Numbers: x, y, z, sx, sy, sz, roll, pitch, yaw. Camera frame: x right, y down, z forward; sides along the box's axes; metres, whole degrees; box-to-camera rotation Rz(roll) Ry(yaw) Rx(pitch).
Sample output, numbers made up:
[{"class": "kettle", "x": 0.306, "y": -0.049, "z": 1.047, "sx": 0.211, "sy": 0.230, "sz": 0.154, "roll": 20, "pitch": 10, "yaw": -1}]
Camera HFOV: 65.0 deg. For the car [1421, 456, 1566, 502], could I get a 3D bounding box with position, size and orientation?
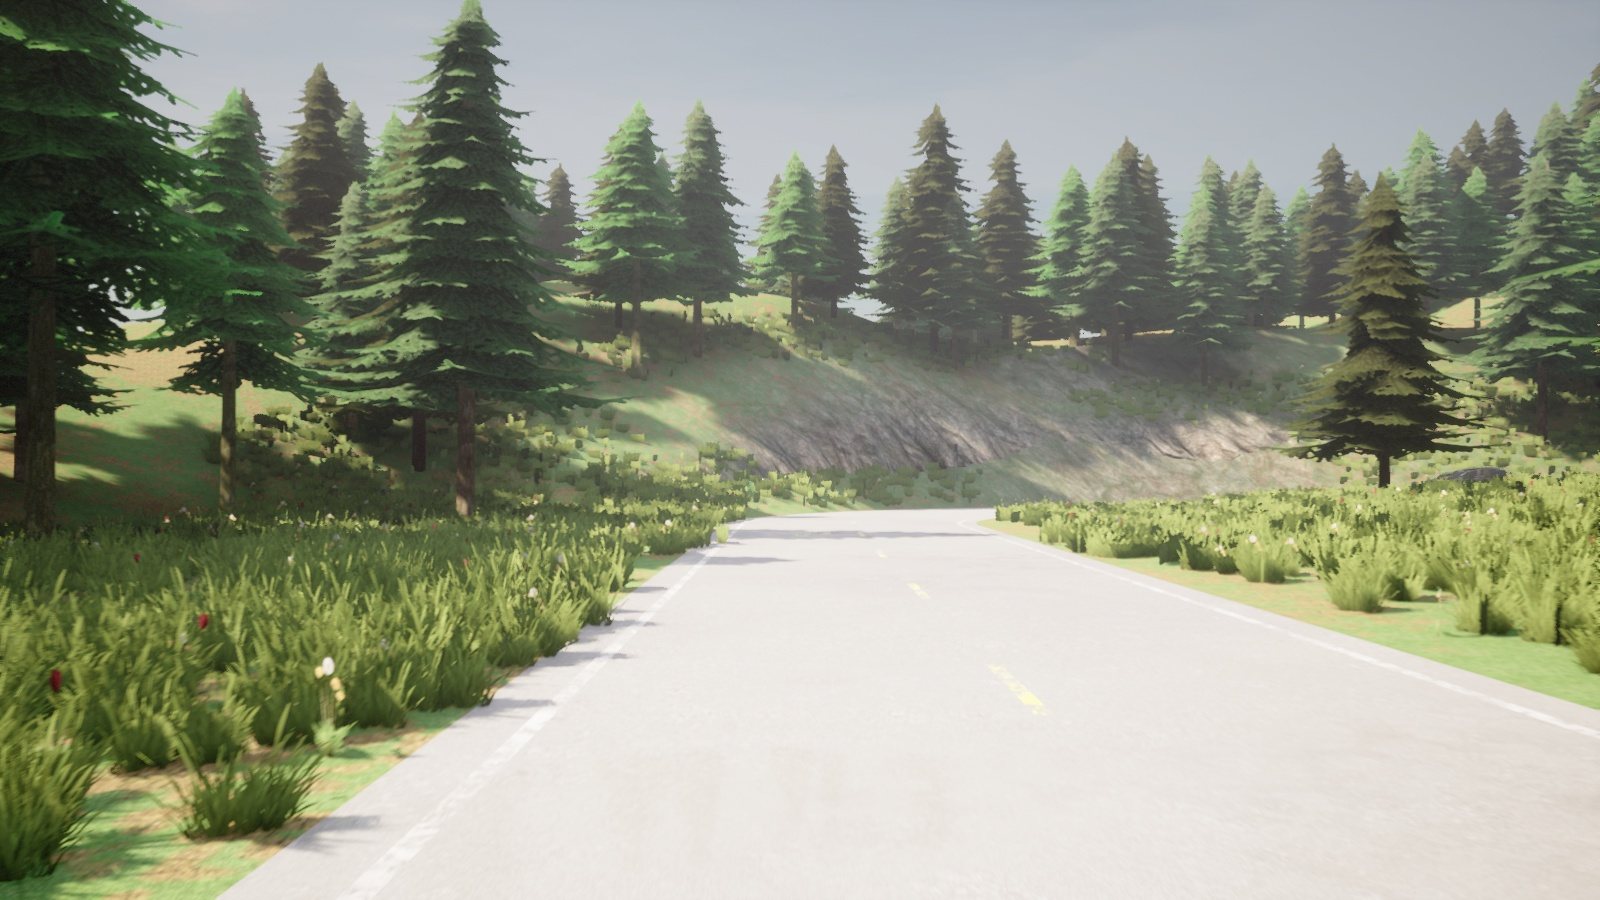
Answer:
[{"class": "car", "x": 29.204, "y": 1.223, "z": 53.030, "sx": 4.892, "sy": 1.490, "sz": 1.837, "roll": -5, "pitch": -2, "yaw": 9}]
